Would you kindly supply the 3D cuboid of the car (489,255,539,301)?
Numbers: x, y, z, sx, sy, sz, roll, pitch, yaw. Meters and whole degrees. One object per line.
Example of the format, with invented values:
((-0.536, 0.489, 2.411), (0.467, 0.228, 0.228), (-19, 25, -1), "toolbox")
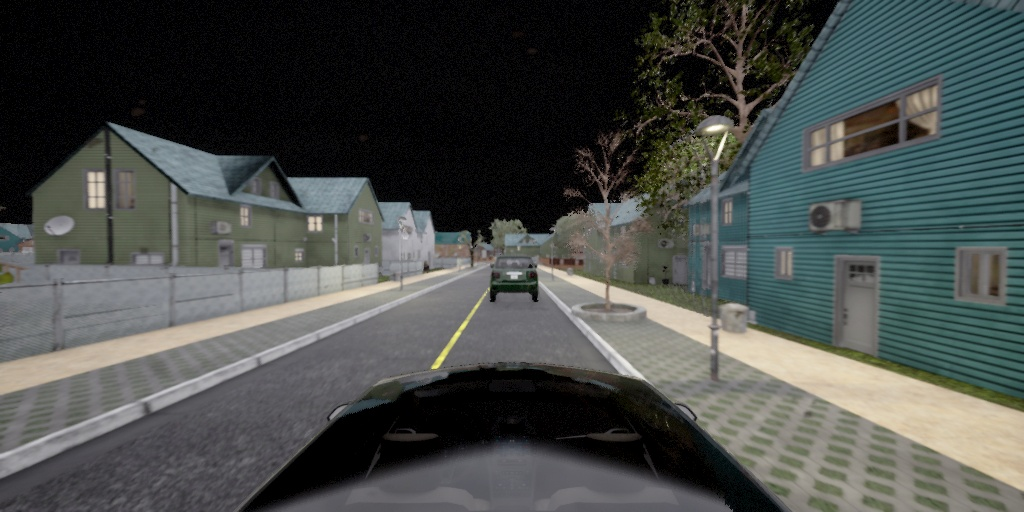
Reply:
((0.092, 0.952, 17.462), (2.150, 2.045, 5.566), (0, 0, 0), "car")
